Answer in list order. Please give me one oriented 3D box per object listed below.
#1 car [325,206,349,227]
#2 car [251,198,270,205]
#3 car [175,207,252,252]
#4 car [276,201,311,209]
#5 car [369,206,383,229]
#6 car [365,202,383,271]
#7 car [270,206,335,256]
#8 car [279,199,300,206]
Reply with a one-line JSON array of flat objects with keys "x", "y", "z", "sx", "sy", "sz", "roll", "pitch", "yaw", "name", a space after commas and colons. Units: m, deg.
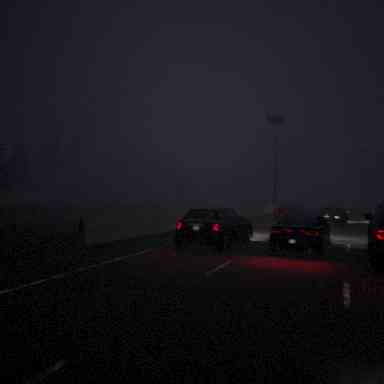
[{"x": 10.571, "y": 1.774, "z": 25.022, "sx": 2.033, "sy": 1.411, "sz": 5.357, "roll": 0, "pitch": 0, "yaw": 31, "name": "car"}, {"x": 14.887, "y": 1.990, "z": 72.570, "sx": 1.837, "sy": 1.490, "sz": 4.892, "roll": 0, "pitch": 0, "yaw": 41, "name": "car"}, {"x": 1.118, "y": 1.428, "z": 14.654, "sx": 2.097, "sy": 1.767, "sz": 4.553, "roll": 0, "pitch": 0, "yaw": 27, "name": "car"}, {"x": 8.438, "y": 1.695, "z": 28.225, "sx": 1.882, "sy": 1.535, "sz": 5.008, "roll": 0, "pitch": 0, "yaw": 31, "name": "car"}, {"x": 14.072, "y": 1.824, "z": 24.031, "sx": 1.994, "sy": 1.385, "sz": 4.181, "roll": 0, "pitch": 0, "yaw": 31, "name": "car"}, {"x": 7.051, "y": 1.349, "z": 10.905, "sx": 2.150, "sy": 2.045, "sz": 5.566, "roll": 0, "pitch": 0, "yaw": 26, "name": "car"}, {"x": 4.648, "y": 1.589, "z": 13.875, "sx": 1.882, "sy": 1.535, "sz": 5.008, "roll": 0, "pitch": 0, "yaw": 27, "name": "car"}, {"x": 19.848, "y": 2.061, "z": 67.622, "sx": 2.033, "sy": 1.411, "sz": 5.357, "roll": 0, "pitch": 0, "yaw": 41, "name": "car"}]
